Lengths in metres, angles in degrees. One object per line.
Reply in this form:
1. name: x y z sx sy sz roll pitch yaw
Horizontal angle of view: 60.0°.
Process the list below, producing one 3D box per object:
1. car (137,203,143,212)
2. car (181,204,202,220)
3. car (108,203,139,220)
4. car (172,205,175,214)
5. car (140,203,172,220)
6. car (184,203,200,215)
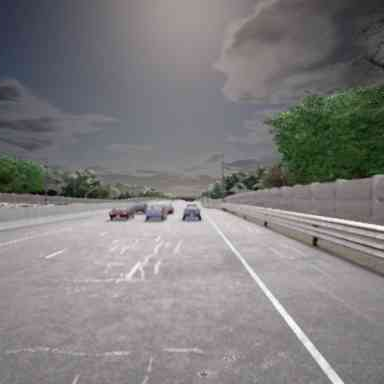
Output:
1. car: -6.992 2.239 45.773 1.837 1.490 4.892 0 -1 0
2. car: -0.011 2.024 33.766 1.812 1.442 4.674 0 -1 0
3. car: -7.010 2.100 33.838 1.895 1.301 4.718 0 -1 0
4. car: -3.492 2.301 45.994 1.994 1.385 4.181 0 -1 1
5. car: -3.510 2.037 33.363 2.033 1.411 5.357 0 -1 0
6. car: -0.002 2.264 44.960 2.033 1.411 5.357 0 -1 0
